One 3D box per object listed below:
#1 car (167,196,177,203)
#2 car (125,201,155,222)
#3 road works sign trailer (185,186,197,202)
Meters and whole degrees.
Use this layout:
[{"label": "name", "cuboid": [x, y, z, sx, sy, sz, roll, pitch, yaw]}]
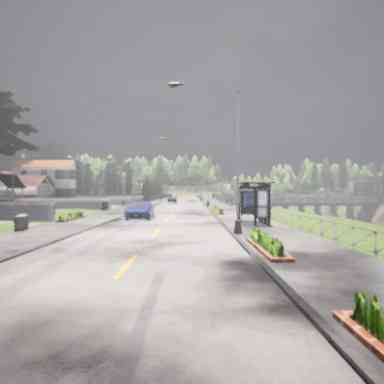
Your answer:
[{"label": "car", "cuboid": [-3.992, 1.550, 67.847, 1.895, 1.301, 4.718, 0, 0, 0]}, {"label": "car", "cuboid": [-4.094, 1.464, 26.749, 1.882, 1.535, 5.008, 0, 0, 0]}, {"label": "road works sign trailer", "cuboid": [0.009, 0.425, 74.358, 2.380, 3.560, 2.880, 0, 0, 0]}]
